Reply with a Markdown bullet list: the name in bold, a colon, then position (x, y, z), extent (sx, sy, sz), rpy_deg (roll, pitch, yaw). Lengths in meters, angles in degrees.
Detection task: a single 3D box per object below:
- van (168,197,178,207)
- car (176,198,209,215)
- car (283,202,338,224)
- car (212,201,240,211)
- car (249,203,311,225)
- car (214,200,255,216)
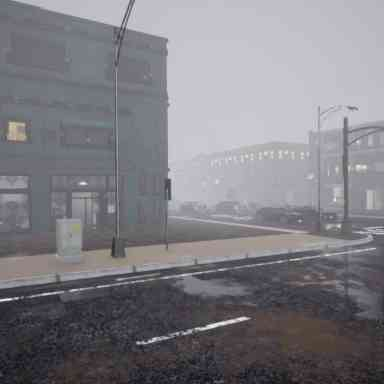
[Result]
- **van**: position (-3.316, 1.908, 62.166), extent (1.690, 1.788, 3.998), rpy_deg (-1, 0, -29)
- **car**: position (0.238, 1.847, 38.759), extent (1.967, 1.590, 4.097), rpy_deg (-1, 0, -29)
- **car**: position (9.705, 1.776, 27.233), extent (1.994, 1.385, 4.181), rpy_deg (-1, 0, -29)
- **car**: position (4.831, 1.967, 47.693), extent (1.802, 1.307, 4.206), rpy_deg (-1, 0, -29)
- **car**: position (6.938, 1.814, 26.605), extent (1.947, 1.339, 4.313), rpy_deg (-1, 0, -29)
- **car**: position (4.396, 1.689, 36.672), extent (2.097, 1.767, 4.553), rpy_deg (-1, 0, -29)
